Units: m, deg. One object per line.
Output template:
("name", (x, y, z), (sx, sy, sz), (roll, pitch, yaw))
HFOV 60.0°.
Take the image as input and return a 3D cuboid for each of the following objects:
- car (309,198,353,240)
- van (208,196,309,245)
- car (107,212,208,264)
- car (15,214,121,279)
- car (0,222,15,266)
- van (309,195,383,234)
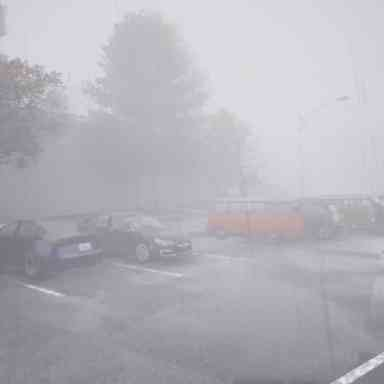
("car", (5.297, 1.316, 16.821), (4.553, 1.767, 2.185), (-1, 0, 36))
("van", (2.683, 1.230, 15.231), (4.442, 1.987, 1.878), (-1, 0, 36))
("car", (-2.198, 1.481, 11.800), (4.892, 1.521, 2.231), (-1, -1, 36))
("car", (-4.700, 1.523, 10.109), (4.792, 1.488, 2.163), (-1, 0, 36))
("car", (-7.188, 1.255, 8.402), (5.566, 2.045, 2.435), (-1, 0, 35))
("van", (7.862, 1.201, 18.451), (4.442, 1.987, 1.878), (-1, -1, 36))
